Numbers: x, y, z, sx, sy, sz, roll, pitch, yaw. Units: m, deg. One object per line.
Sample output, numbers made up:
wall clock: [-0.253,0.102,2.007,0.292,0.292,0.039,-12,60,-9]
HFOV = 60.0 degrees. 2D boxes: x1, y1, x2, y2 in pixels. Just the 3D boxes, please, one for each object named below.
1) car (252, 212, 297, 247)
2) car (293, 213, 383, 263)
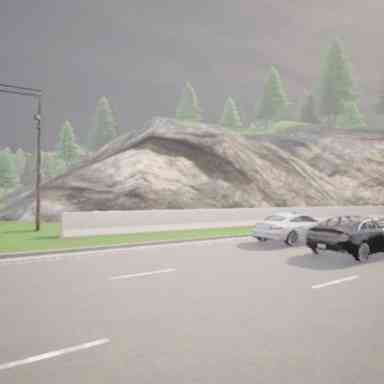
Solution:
car: [4.921,1.698,15.917,4.674,1.442,1.812,1,0,-35]
car: [6.393,1.656,12.675,4.902,1.511,2.128,1,0,-35]
